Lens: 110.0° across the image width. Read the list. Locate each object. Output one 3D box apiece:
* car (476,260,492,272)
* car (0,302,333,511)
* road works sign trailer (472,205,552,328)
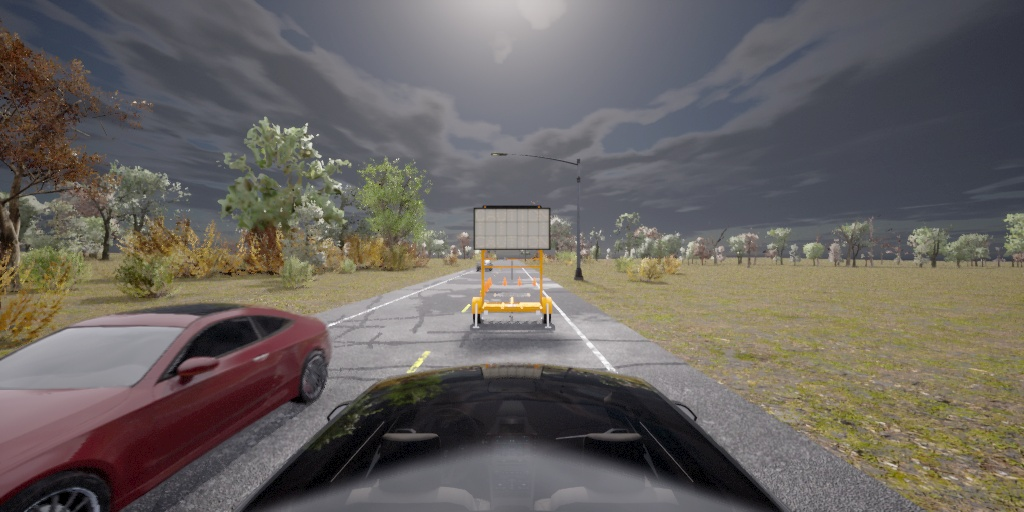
[{"bbox_3d":[-3.593,1.264,46.663,2.128,1.511,4.902,0,0,0],"label":"car"},{"bbox_3d":[-3.600,1.276,3.635,1.812,1.442,4.674,0,0,0],"label":"car"},{"bbox_3d":[0.002,0.216,11.344,2.380,3.560,2.880,0,0,0],"label":"road works sign trailer"}]
